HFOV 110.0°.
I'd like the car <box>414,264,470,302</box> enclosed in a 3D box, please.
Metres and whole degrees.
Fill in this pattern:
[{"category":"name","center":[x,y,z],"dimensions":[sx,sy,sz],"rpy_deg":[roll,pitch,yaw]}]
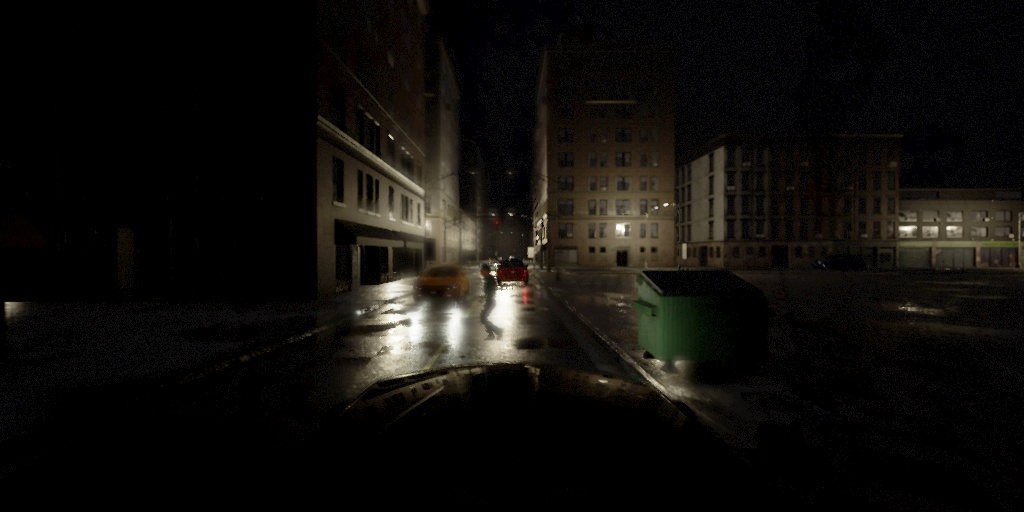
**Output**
[{"category":"car","center":[-3.094,1.161,16.615],"dimensions":[1.882,1.535,5.008],"rpy_deg":[0,0,0]}]

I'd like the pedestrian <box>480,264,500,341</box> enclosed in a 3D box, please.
[{"category":"pedestrian","center":[-0.521,1.015,8.198],"dimensions":[0.375,1.860,0.375],"rpy_deg":[0,0,-5]}]

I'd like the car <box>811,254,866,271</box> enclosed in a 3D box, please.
[{"category":"car","center":[40.412,0.790,44.405],"dimensions":[5.566,2.045,2.150],"rpy_deg":[0,0,0]}]

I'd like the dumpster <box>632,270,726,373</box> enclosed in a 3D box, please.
[{"category":"dumpster","center":[3.135,1.121,7.153],"dimensions":[1.020,1.700,1.940],"rpy_deg":[0,0,0]}]

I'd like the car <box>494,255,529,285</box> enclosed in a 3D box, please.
[{"category":"car","center":[0.074,0.999,24.824],"dimensions":[2.097,1.767,4.553],"rpy_deg":[0,0,0]}]
